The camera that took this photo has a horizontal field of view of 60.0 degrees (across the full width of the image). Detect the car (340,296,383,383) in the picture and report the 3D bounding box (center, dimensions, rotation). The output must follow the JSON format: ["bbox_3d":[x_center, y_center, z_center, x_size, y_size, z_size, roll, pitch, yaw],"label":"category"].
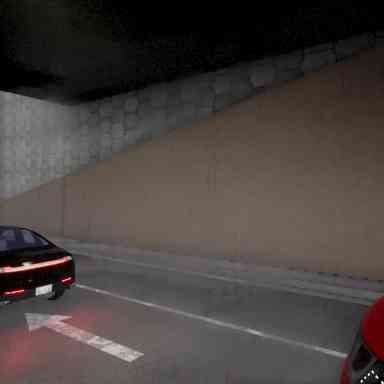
[{"bbox_3d":[3.627,1.221,1.357,5.566,2.045,2.150,0,0,35],"label":"car"}]

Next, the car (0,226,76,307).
[{"bbox_3d":[-4.550,1.492,7.215,4.902,1.511,2.128,0,0,36],"label":"car"}]
